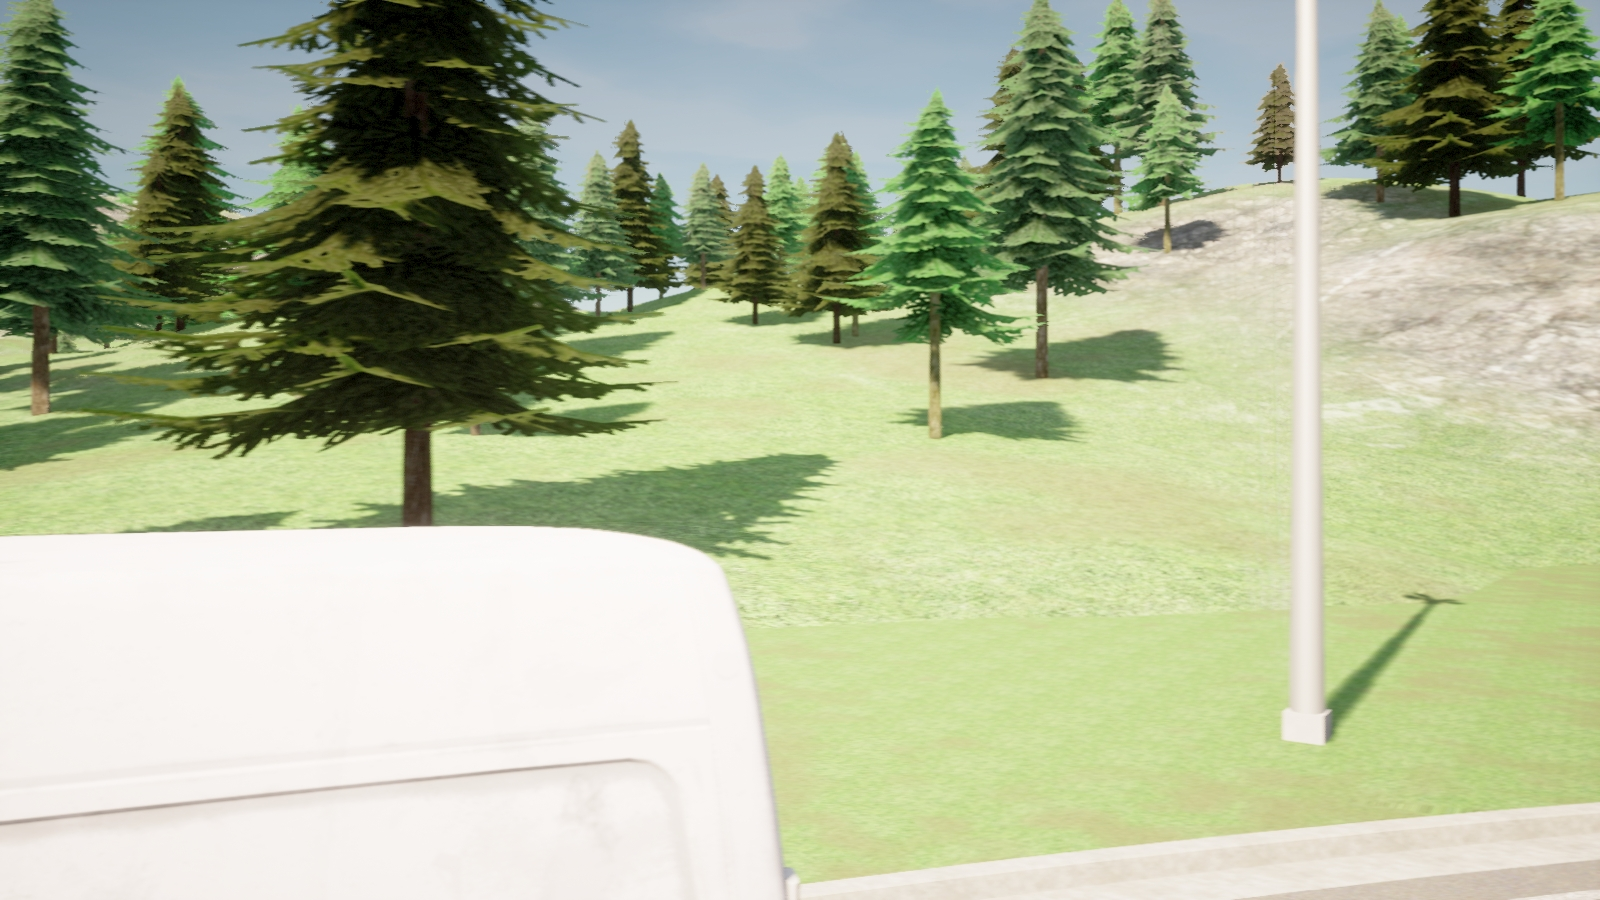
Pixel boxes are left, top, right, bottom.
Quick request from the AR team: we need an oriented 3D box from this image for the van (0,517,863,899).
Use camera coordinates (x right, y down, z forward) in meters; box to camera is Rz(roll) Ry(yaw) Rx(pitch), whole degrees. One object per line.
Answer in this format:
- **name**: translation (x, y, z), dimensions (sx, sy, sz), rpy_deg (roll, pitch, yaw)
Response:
- **van**: translation (-2.965, 1.534, 2.468), dimensions (5.915, 2.561, 1.988), rpy_deg (0, -1, -22)
